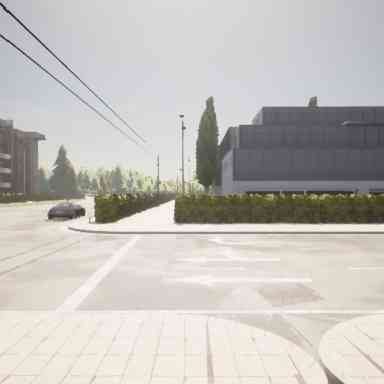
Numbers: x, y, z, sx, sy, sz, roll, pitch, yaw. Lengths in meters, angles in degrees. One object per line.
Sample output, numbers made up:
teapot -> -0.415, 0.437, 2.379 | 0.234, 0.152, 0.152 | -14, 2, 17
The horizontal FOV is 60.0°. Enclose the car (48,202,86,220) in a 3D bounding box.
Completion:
car -> -10.540, 1.564, 28.333 | 1.994, 1.385, 4.181 | 0, 0, 1
